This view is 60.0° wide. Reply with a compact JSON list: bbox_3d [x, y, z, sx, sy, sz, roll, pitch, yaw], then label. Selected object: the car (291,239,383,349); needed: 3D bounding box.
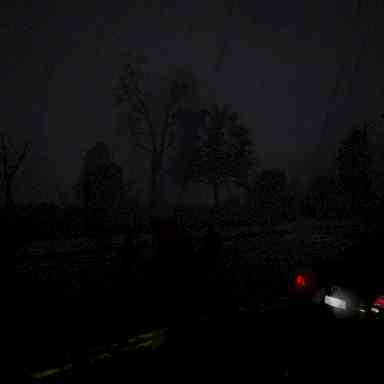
[{"bbox_3d":[3.728,1.563,5.943,4.181,1.385,1.994,0,0,-34],"label":"car"}]
